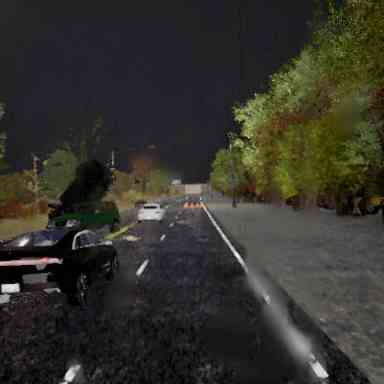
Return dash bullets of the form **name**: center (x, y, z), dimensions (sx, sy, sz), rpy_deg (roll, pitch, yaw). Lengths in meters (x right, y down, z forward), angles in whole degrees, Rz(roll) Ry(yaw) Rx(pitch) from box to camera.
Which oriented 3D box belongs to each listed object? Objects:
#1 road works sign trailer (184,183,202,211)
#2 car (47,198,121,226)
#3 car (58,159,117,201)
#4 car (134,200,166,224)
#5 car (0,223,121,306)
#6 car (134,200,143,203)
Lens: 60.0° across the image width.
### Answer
- **road works sign trailer**: center (0.170, 0.652, 45.586), dimensions (2.380, 3.560, 2.880), rpy_deg (-3, 0, 1)
- **car**: center (-6.243, 1.632, 19.926), dimensions (2.150, 2.045, 5.566), rpy_deg (-4, -1, 13)
- **car**: center (-7.406, 0.327, 22.684), dimensions (2.150, 5.566, 2.045), rpy_deg (46, 13, 22)
- **car**: center (-3.054, 1.617, 25.764), dimensions (1.812, 1.442, 4.674), rpy_deg (0, 0, 0)
- **car**: center (-3.142, 1.661, 8.187), dimensions (2.128, 1.511, 4.902), rpy_deg (-2, -5, 0)
- **car**: center (-9.407, 2.171, 60.968), dimensions (1.837, 1.490, 4.892), rpy_deg (-3, 0, 1)
